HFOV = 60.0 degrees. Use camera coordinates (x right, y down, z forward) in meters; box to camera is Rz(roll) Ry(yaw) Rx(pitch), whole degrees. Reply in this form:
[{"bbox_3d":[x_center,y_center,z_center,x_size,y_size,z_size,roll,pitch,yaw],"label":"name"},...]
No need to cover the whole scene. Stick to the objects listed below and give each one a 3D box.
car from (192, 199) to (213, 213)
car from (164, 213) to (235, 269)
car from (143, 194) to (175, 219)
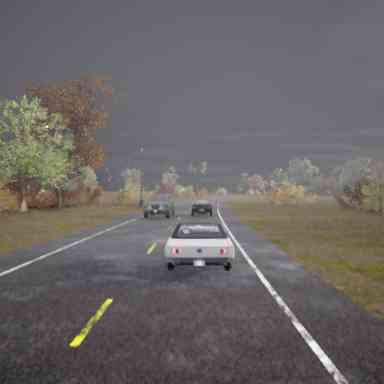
[{"bbox_3d":[1.006,1.426,31.982,1.882,1.535,5.008,0,0,3],"label":"car"},{"bbox_3d":[0.231,1.585,11.004,1.895,1.301,4.718,0,0,1],"label":"car"},{"bbox_3d":[-2.773,1.180,29.087,2.150,2.045,5.566,0,0,3],"label":"car"}]
